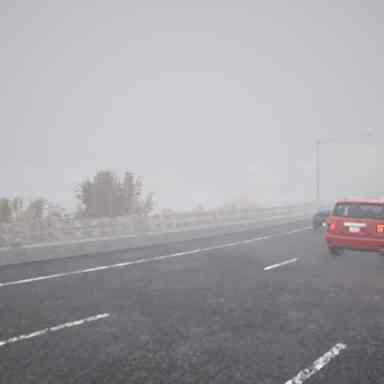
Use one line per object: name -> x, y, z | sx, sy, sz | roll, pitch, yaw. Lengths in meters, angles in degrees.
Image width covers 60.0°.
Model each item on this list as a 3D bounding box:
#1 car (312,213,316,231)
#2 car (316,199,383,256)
car -> 8.920, 1.567, 20.431 | 1.837, 1.490, 4.892 | 0, 0, 38
car -> 6.848, 1.264, 12.366 | 2.150, 2.045, 5.566 | 0, 0, 42
